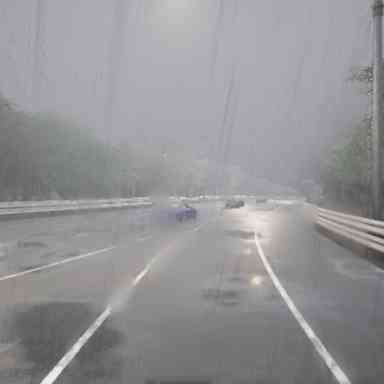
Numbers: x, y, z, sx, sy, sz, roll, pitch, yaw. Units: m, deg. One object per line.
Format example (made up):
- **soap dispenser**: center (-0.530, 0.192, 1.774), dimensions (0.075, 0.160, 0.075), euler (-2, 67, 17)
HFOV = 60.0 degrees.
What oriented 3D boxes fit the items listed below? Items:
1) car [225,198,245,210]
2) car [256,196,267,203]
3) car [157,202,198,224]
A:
- **car**: center (5.752, 1.489, 44.272), dimensions (2.128, 1.511, 4.902), euler (0, 0, 19)
- **car**: center (14.711, 1.636, 69.927), dimensions (2.033, 1.411, 5.357), euler (0, 0, 19)
- **car**: center (-1.018, 1.498, 24.747), dimensions (1.812, 1.442, 4.674), euler (0, 0, 19)
